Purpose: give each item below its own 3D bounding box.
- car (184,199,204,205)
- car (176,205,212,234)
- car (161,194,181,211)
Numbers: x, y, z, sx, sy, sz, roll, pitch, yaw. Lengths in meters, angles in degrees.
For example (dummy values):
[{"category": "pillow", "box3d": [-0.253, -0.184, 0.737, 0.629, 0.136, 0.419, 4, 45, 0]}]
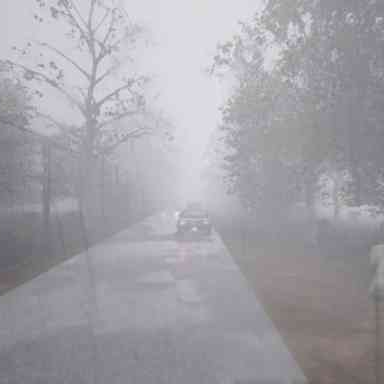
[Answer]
[{"category": "car", "box3d": [0.205, 1.592, 37.291, 1.837, 1.490, 4.892, 0, 0, 0]}, {"category": "car", "box3d": [0.137, 1.643, 19.500, 1.895, 1.301, 4.718, 0, 0, 0]}, {"category": "car", "box3d": [-2.620, 1.306, 42.271, 2.150, 2.045, 5.566, 0, 0, 0]}]
